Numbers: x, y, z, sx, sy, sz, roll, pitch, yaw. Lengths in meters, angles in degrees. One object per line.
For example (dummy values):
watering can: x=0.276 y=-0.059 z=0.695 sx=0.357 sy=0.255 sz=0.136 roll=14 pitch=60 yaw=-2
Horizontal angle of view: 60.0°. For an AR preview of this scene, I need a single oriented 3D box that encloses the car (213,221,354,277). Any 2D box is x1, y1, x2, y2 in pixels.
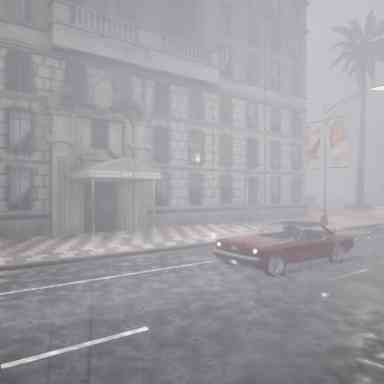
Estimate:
car: x=2.953 y=1.601 z=10.357 sx=4.718 sy=1.301 sz=1.895 roll=0 pitch=0 yaw=-35
